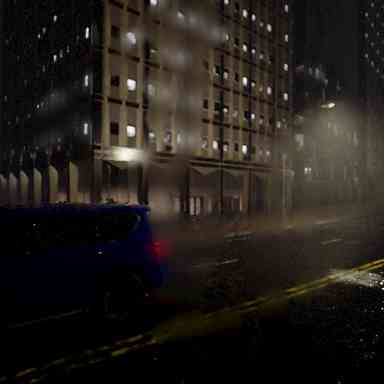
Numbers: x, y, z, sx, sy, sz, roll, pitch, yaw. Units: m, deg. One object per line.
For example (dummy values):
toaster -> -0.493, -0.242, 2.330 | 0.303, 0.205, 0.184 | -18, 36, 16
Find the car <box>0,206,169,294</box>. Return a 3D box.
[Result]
car -> -3.159, 1.386, 9.592 | 4.553, 1.767, 2.097 | 0, 0, -38

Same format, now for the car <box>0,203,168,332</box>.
car -> -3.046, 1.251, 5.546 | 5.566, 2.045, 2.150 | 0, 0, -37
